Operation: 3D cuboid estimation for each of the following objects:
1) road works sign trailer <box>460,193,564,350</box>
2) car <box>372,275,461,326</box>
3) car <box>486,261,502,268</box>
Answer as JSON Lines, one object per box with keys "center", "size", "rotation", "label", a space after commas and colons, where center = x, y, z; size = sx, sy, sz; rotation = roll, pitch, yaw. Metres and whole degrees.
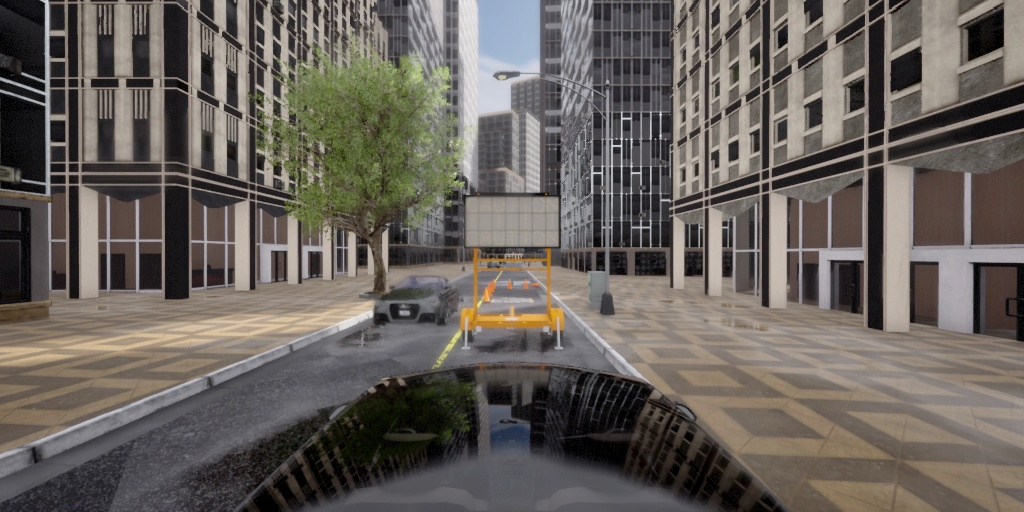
{"center": [0.010, 0.214, 9.080], "size": [2.380, 3.560, 2.880], "rotation": [0, 0, 0], "label": "road works sign trailer"}
{"center": [-2.838, 1.313, 11.459], "size": [1.994, 1.385, 4.181], "rotation": [0, 0, 0], "label": "car"}
{"center": [-2.786, 1.325, 53.643], "size": [1.812, 1.442, 4.674], "rotation": [0, 0, 0], "label": "car"}
